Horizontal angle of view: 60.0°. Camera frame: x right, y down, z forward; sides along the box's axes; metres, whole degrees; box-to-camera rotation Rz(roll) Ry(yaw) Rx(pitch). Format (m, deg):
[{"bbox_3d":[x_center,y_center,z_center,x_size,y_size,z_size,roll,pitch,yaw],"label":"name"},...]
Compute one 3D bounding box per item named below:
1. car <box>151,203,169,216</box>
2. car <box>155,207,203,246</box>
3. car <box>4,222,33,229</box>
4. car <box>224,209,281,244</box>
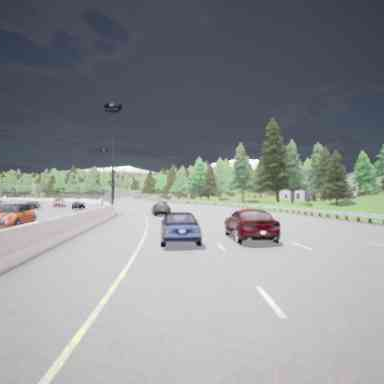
[{"bbox_3d":[-3.444,1.854,37.102,1.994,1.385,4.181,0,0,-10],"label":"car"},{"bbox_3d":[-0.593,1.670,16.082,2.033,1.411,5.357,0,0,-5],"label":"car"},{"bbox_3d":[-11.902,1.565,21.807,2.097,1.767,4.553,0,0,-6],"label":"car"},{"bbox_3d":[2.842,1.589,16.582,1.882,1.535,5.008,0,0,-4],"label":"car"}]
